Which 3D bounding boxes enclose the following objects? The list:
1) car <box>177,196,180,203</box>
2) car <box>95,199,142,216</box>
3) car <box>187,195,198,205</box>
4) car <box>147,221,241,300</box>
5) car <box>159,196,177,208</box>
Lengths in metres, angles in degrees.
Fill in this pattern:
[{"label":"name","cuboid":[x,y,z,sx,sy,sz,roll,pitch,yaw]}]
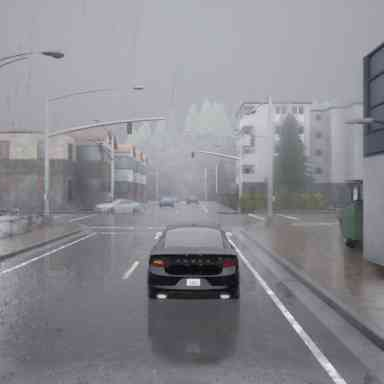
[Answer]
[{"label":"car","cuboid":[-3.504,1.494,67.635,2.128,1.511,4.902,0,0,0]},{"label":"car","cuboid":[-6.769,1.373,31.063,1.812,1.442,4.674,2,1,42]},{"label":"car","cuboid":[0.096,1.352,60.280,2.097,1.767,4.553,0,0,0]},{"label":"car","cuboid":[0.049,1.478,8.475,1.882,1.535,5.008,0,0,1]},{"label":"car","cuboid":[-3.599,1.478,47.693,1.882,1.535,5.008,0,0,0]}]
